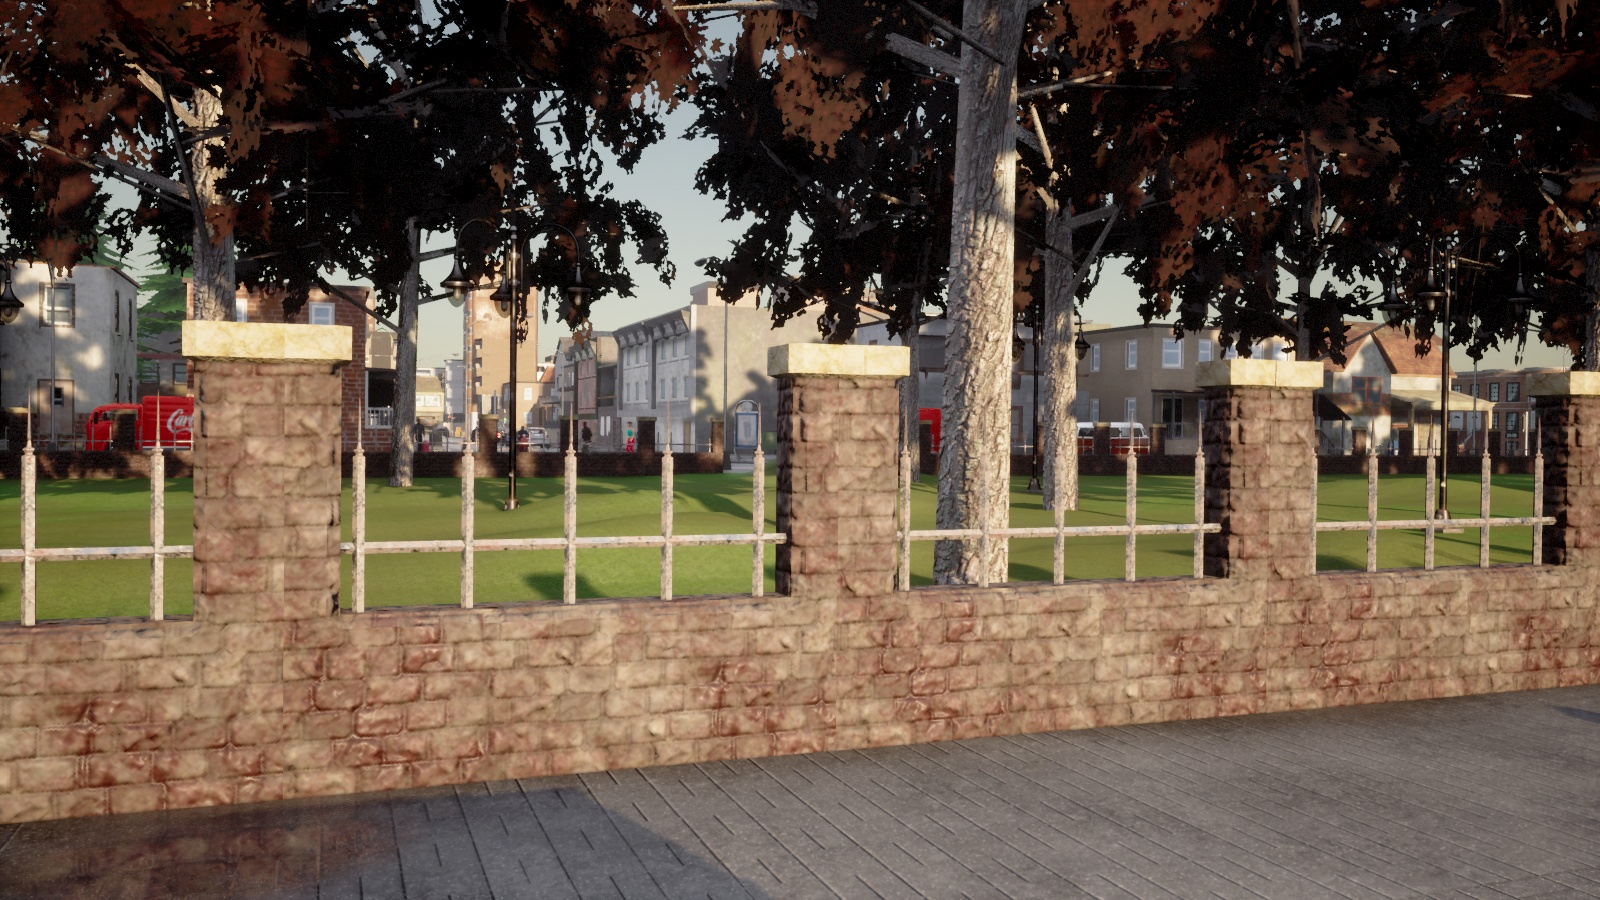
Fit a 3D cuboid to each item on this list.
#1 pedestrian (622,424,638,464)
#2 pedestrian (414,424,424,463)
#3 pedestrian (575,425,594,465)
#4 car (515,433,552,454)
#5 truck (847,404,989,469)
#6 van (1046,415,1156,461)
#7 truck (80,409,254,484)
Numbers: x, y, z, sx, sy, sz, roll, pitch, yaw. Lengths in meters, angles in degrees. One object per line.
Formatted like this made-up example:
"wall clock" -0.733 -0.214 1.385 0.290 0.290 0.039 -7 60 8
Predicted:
"pedestrian" -7.882 -0.274 58.179 0.594 1.836 0.345 -2 1 -44
"pedestrian" -19.236 -0.316 63.409 0.423 1.949 0.788 -1 1 -19
"pedestrian" -9.875 -0.242 57.546 0.703 1.840 0.431 -1 1 -43
"car" -18.827 -0.477 88.737 1.970 1.475 3.806 -1 1 -21
"truck" 4.669 -0.560 50.384 5.204 2.467 2.627 -1 1 -7
"van" 13.751 -0.562 57.438 4.480 2.038 2.069 -1 1 -21
"truck" -21.978 -0.165 43.885 5.204 2.467 2.627 -1 1 -22
